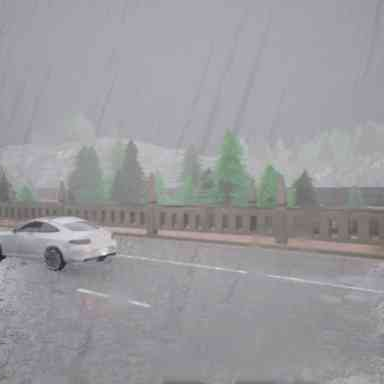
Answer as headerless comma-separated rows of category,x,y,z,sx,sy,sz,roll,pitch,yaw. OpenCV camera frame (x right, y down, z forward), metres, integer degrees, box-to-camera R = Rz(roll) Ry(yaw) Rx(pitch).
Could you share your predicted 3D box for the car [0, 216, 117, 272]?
car,-4.510,1.506,10.676,4.674,1.442,1.812,0,0,30
